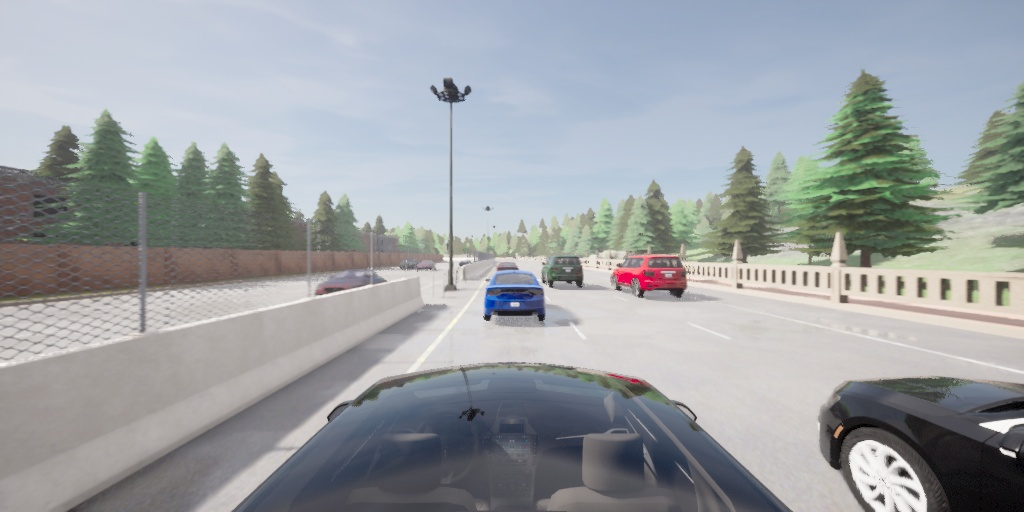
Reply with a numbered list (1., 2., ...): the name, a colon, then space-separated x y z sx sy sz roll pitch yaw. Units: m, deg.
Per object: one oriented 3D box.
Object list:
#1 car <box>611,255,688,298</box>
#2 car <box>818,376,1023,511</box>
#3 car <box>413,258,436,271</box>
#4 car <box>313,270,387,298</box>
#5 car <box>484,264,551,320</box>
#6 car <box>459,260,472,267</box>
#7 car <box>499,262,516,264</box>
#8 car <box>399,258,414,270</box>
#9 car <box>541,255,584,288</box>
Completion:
1. car: 6.937 0.973 18.711 2.150 2.045 5.566 0 0 -1
2. car: 3.601 1.255 1.127 1.837 1.490 4.892 0 0 0
3. car: -11.485 1.280 48.343 1.812 1.442 4.674 0 0 -1
4. car: -7.201 1.316 16.406 1.994 1.385 4.181 0 0 -1
5. car: 0.064 1.229 12.676 1.882 1.535 5.008 0 0 -1
6. car: -8.268 1.357 63.276 1.895 1.301 4.718 0 0 -1
7. car: -0.400 1.230 31.023 1.882 1.535 5.008 0 0 -1
8. car: -15.082 1.108 53.079 2.097 1.767 4.553 0 0 -1
9. car: 3.284 0.973 24.160 2.150 2.045 5.566 0 0 -2
